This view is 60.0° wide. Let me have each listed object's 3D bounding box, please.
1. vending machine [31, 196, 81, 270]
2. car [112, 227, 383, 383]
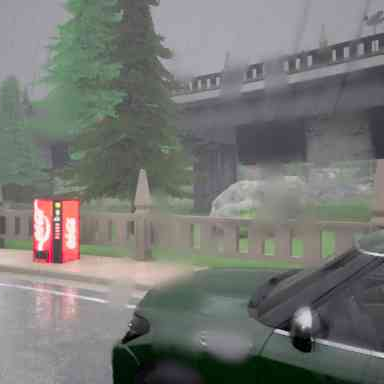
[{"bbox_3d":[-4.150,1.195,10.209,0.880,2.100,1.100,0,0,22],"label":"vending machine"},{"bbox_3d":[1.928,1.224,2.306,5.566,2.045,2.150,0,0,35],"label":"car"}]
